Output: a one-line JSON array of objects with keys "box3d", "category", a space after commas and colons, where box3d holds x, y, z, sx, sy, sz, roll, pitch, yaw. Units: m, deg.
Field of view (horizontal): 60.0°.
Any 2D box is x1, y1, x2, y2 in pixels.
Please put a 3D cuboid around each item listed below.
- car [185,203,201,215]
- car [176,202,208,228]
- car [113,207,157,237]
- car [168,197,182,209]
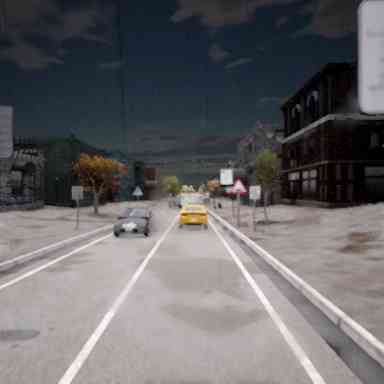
[{"box3d": [0.105, 2.070, 41.951, 1.994, 1.385, 4.181, 0, -1, 0], "category": "car"}, {"box3d": [0.103, 1.681, 23.634, 1.882, 1.535, 5.008, 0, -1, 0], "category": "car"}, {"box3d": [-3.096, 1.615, 18.760, 2.128, 1.511, 4.902, 0, -1, 0], "category": "car"}, {"box3d": [-3.031, 1.991, 59.364, 2.150, 2.045, 5.566, 0, -1, 1], "category": "car"}]
